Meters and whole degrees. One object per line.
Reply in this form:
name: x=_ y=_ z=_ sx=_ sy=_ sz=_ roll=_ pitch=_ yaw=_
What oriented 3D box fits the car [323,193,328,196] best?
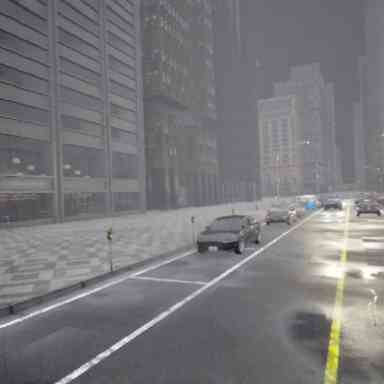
car: x=18.633 y=1.226 z=49.687 sx=2.192 sy=1.841 sz=5.009 roll=-3 pitch=-1 yaw=25

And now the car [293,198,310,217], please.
car: x=8.877 y=1.550 z=29.155 sx=1.752 sy=1.417 sz=4.829 roll=-3 pitch=-1 yaw=25

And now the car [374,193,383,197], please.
car: x=26.338 y=1.165 z=46.027 sx=1.802 sy=1.307 sz=4.206 roll=-3 pitch=-1 yaw=25

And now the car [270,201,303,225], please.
car: x=6.528 y=1.603 z=24.214 sx=2.008 sy=1.369 sz=4.403 roll=-3 pitch=-1 yaw=25

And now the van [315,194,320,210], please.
van: x=13.788 y=1.308 z=39.499 sx=1.690 sy=1.788 sz=3.998 roll=-3 pitch=-1 yaw=25

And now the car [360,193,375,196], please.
car: x=19.865 y=1.241 z=38.832 sx=1.837 sy=1.490 sz=4.892 roll=-2 pitch=0 yaw=26

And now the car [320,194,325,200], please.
car: x=16.215 y=1.379 z=44.591 sx=1.967 sy=1.590 sz=4.097 roll=-3 pitch=-1 yaw=25

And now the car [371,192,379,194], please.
car: x=28.760 y=1.136 z=51.120 sx=1.802 sy=1.307 sz=4.206 roll=-3 pitch=-1 yaw=25

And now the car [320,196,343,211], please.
car: x=16.314 y=1.462 z=38.401 sx=1.895 sy=1.301 sz=4.718 roll=-2 pitch=-1 yaw=26

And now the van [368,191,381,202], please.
van: x=33.596 y=0.838 z=61.311 sx=1.690 sy=1.788 sz=3.998 roll=-3 pitch=-1 yaw=25

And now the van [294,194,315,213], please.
van: x=11.365 y=1.337 z=34.405 sx=1.690 sy=1.788 sz=3.998 roll=-3 pitch=-1 yaw=25

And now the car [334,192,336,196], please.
car: x=30.756 y=1.312 z=75.154 sx=1.887 sy=1.381 sz=4.507 roll=-3 pitch=-1 yaw=25

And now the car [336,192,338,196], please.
car: x=35.603 y=1.275 z=85.341 sx=1.947 sy=1.339 sz=4.313 roll=-3 pitch=-1 yaw=25

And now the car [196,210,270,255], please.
car: x=1.683 y=1.674 z=14.027 sx=1.947 sy=1.339 sz=4.313 roll=-3 pitch=-1 yaw=25

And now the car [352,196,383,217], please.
car: x=15.208 y=1.335 z=28.881 sx=2.033 sy=1.411 sz=5.357 roll=-2 pitch=-1 yaw=26

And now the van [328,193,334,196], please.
van: x=28.325 y=1.137 z=70.063 sx=1.690 sy=1.788 sz=3.998 roll=-3 pitch=-1 yaw=25
